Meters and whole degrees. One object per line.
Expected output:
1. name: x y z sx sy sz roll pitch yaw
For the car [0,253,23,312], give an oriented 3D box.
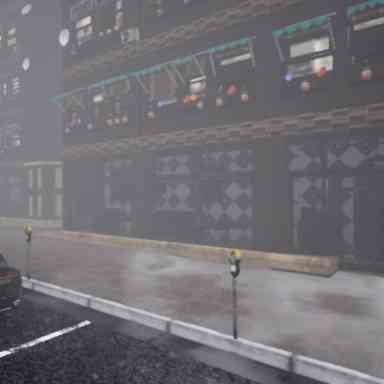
1. car: -4.990 1.551 6.437 4.403 1.369 2.008 0 0 36
